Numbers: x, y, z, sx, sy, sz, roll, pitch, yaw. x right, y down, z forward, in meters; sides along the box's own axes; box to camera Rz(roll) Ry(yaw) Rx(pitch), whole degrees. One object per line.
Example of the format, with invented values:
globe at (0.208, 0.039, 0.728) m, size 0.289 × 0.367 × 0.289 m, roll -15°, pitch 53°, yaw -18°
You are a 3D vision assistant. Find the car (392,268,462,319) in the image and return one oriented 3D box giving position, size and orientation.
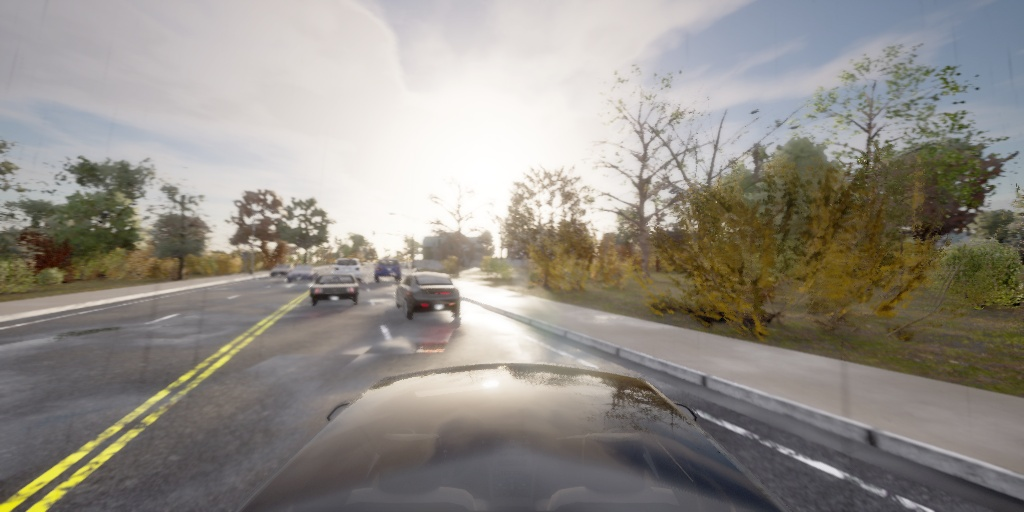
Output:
car at (-3.287, 1.382, 13.689) m, size 1.837 × 1.490 × 4.892 m, roll 1°, pitch 0°, yaw -24°

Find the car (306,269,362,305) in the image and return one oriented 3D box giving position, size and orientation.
car at (-8.239, 1.487, 16.946) m, size 1.895 × 1.301 × 4.718 m, roll 1°, pitch -1°, yaw -23°

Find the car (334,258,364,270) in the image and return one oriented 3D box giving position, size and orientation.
car at (-14.406, 1.239, 31.651) m, size 2.150 × 2.045 × 5.566 m, roll 1°, pitch -1°, yaw -22°

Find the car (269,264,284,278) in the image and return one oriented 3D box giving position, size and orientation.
car at (-24.305, 1.590, 38.440) m, size 2.033 × 1.411 × 5.357 m, roll 1°, pitch -1°, yaw -21°

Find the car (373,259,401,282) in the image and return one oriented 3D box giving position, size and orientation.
car at (-11.407, 1.268, 32.906) m, size 2.150 × 2.045 × 5.566 m, roll 1°, pitch -1°, yaw -22°

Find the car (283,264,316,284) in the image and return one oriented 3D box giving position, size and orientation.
car at (-17.581, 1.513, 30.318) m, size 1.812 × 1.442 × 4.674 m, roll 1°, pitch -1°, yaw -22°
